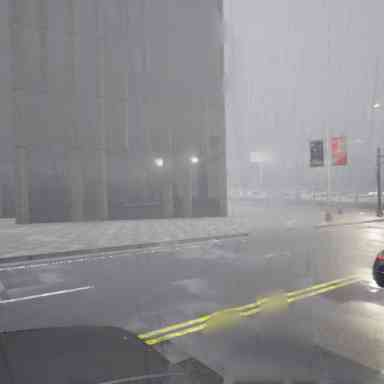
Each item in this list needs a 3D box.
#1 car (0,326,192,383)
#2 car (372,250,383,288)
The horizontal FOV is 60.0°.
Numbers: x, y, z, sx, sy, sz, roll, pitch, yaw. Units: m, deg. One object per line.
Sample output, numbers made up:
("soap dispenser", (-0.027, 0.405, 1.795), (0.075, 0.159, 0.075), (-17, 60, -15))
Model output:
("car", (-2.432, 1.548, 1.669), (5.357, 1.411, 2.033), (0, 0, -35))
("car", (6.163, 1.559, 7.917), (4.181, 1.385, 1.994), (0, 0, -35))
